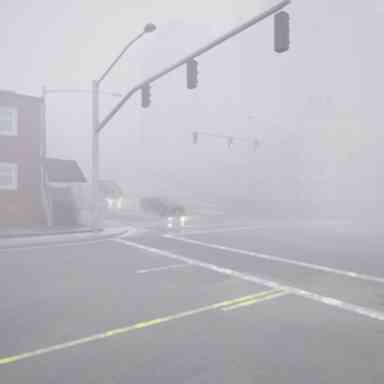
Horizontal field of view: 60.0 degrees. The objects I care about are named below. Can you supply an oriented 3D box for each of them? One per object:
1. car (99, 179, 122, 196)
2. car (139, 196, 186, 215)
[{"bbox_3d":[-9.694,-0.614,38.559,2.128,1.511,4.902,0,10,-35],"label":"car"},{"bbox_3d":[-2.711,1.056,28.856,2.033,1.411,5.357,0,5,-36],"label":"car"}]
